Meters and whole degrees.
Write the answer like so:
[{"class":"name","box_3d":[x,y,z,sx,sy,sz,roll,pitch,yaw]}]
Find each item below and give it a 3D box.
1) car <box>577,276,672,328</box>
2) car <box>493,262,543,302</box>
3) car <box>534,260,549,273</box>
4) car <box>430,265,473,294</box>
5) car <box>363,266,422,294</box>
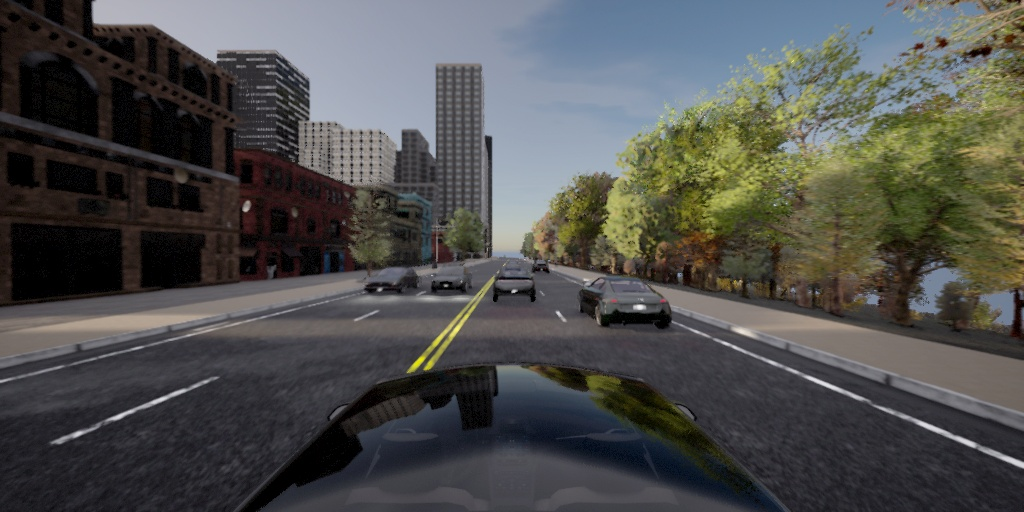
[{"class":"car","box_3d":[3.348,1.318,11.406,1.994,1.385,4.181,0,0,0]},{"class":"car","box_3d":[0.098,1.248,17.214,2.128,1.511,4.902,0,0,0]},{"class":"car","box_3d":[3.343,1.265,43.097,1.837,1.490,4.892,0,0,0]},{"class":"car","box_3d":[-3.348,1.262,20.603,1.837,1.490,4.892,0,0,0]},{"class":"car","box_3d":[-6.601,1.305,20.563,2.033,1.411,5.357,0,0,0]}]
